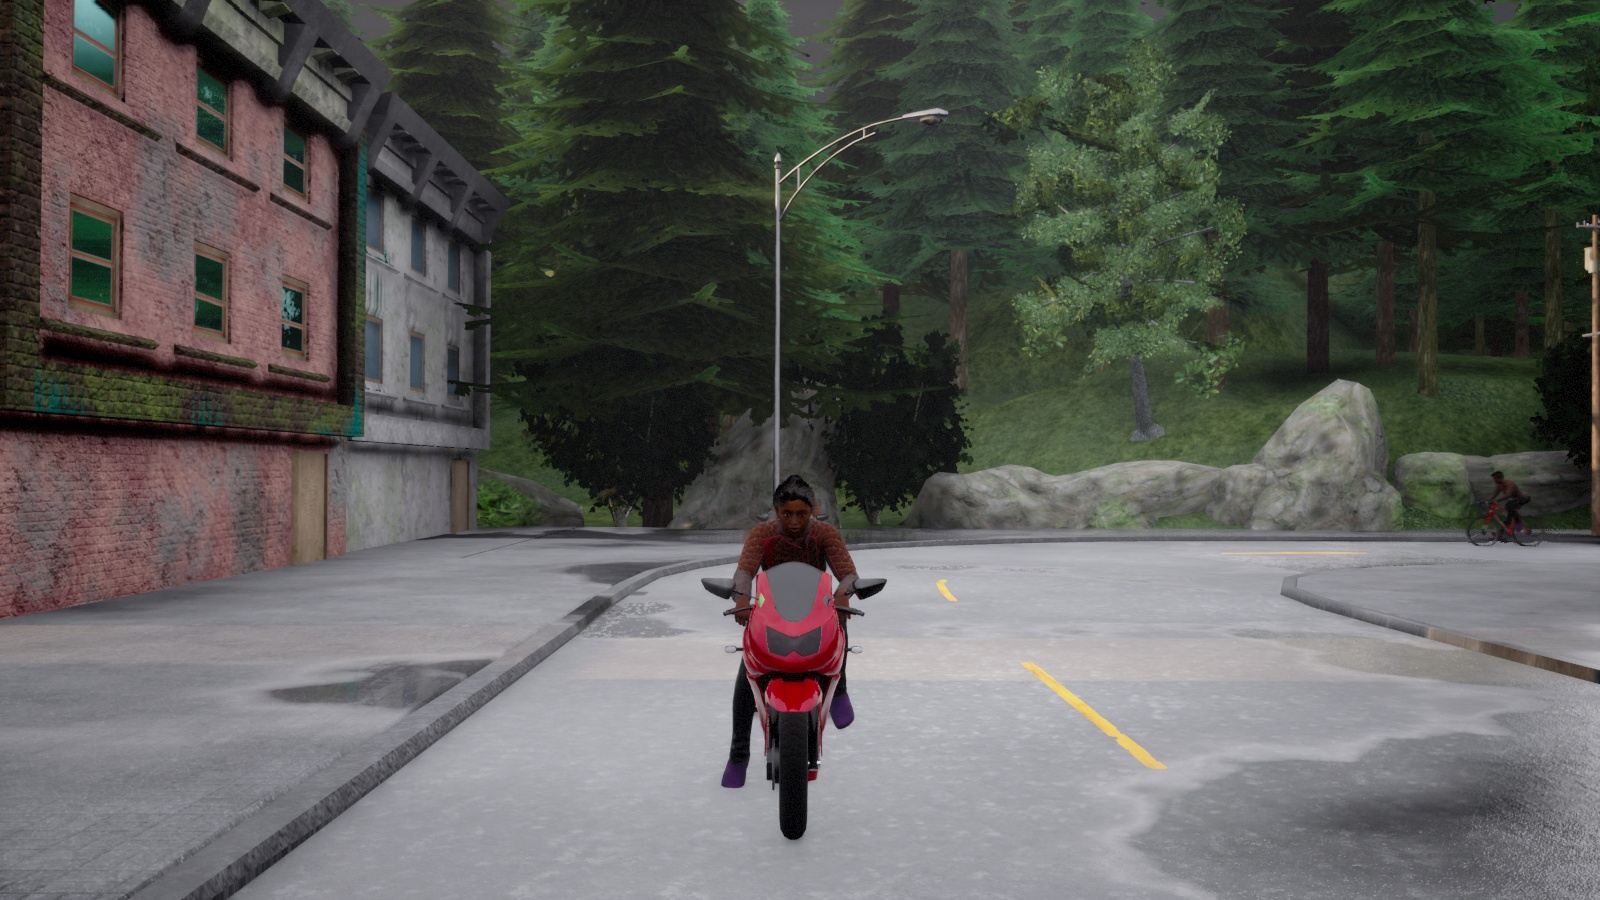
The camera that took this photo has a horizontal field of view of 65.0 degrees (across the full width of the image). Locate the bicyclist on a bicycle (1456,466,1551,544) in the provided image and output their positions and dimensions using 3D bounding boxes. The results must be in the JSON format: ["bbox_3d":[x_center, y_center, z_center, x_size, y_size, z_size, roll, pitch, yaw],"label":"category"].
[{"bbox_3d":[14.887,1.154,26.605,1.656,1.620,0.582,-1,-1,-1],"label":"bicyclist on a bicycle"}]

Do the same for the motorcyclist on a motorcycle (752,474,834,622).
[{"bbox_3d":[-0.046,1.032,14.025,0.797,1.523,2.044,0,-1,3],"label":"motorcyclist on a motorcycle"}]

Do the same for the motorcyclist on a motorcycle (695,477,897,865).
[{"bbox_3d":[-0.023,0.898,6.008,0.797,1.523,2.044,0,-1,0],"label":"motorcyclist on a motorcycle"}]
